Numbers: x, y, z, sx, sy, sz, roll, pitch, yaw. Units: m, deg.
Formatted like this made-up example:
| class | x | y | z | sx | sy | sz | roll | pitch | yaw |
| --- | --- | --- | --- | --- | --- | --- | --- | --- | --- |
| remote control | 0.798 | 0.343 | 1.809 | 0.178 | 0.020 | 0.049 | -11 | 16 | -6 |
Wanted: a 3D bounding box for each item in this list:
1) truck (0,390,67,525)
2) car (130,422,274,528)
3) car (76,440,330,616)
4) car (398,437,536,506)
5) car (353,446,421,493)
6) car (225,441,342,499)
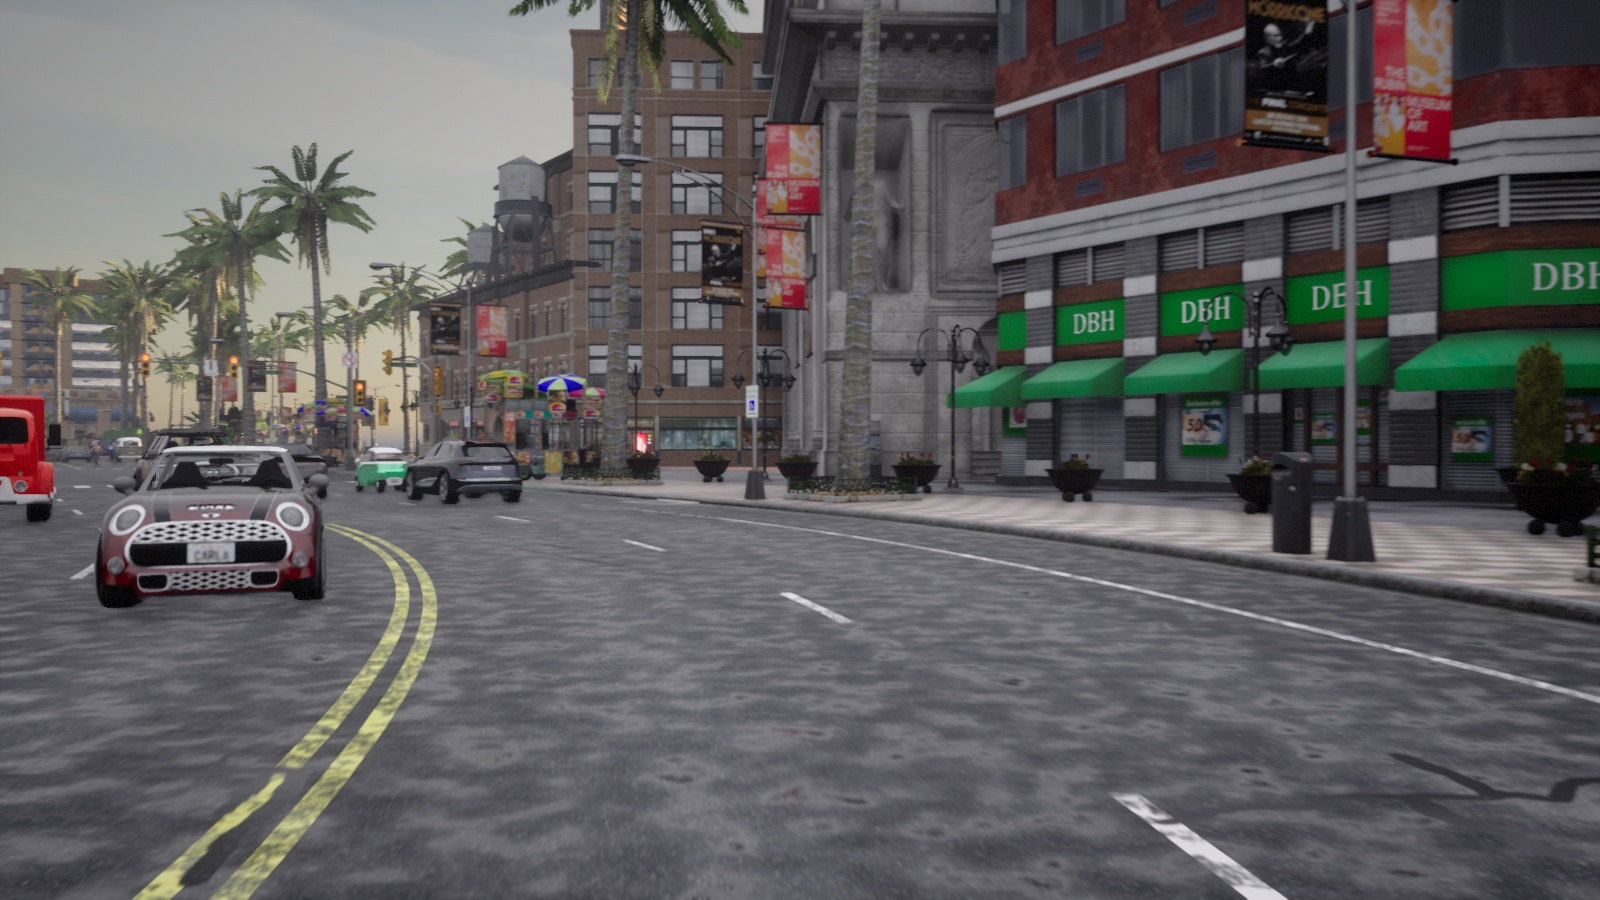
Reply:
| class | x | y | z | sx | sy | sz | roll | pitch | yaw |
| --- | --- | --- | --- | --- | --- | --- | --- | --- | --- |
| truck | -16.254 | 0.119 | 24.987 | 2.627 | 2.467 | 5.204 | 0 | 0 | -33 |
| car | -11.701 | 0.426 | 24.417 | 1.932 | 1.855 | 4.605 | 0 | 0 | -33 |
| car | -5.798 | 0.641 | 12.653 | 1.970 | 1.475 | 3.806 | 0 | 0 | -20 |
| car | -8.756 | 0.492 | 32.710 | 2.033 | 1.649 | 4.856 | 0 | 0 | -33 |
| car | -12.849 | 0.582 | 38.984 | 1.481 | 1.376 | 2.207 | 0 | 1 | -33 |
| car | -14.496 | 0.505 | 35.094 | 2.128 | 1.511 | 4.902 | 0 | 0 | -33 |
